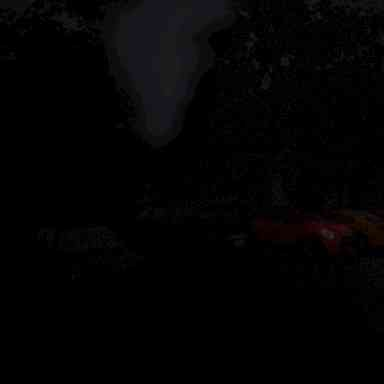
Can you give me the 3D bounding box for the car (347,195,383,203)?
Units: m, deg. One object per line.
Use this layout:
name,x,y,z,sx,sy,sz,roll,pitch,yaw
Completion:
car,10.992,1.221,17.874,2.435,2.045,5.566,0,0,-36

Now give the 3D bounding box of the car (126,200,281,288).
car,-0.483,1.261,9.752,2.435,2.045,5.566,0,0,-36

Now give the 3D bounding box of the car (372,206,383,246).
car,6.346,1.504,14.586,2.097,1.535,5.008,0,0,-36

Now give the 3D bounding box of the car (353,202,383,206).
car,8.602,1.485,16.430,1.946,1.575,5.366,0,0,-36

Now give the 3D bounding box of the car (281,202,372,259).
car,4.057,1.389,12.997,2.185,1.767,4.553,0,0,-36

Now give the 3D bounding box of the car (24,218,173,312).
car,-2.740,1.498,8.113,2.097,1.535,5.008,0,0,-36
